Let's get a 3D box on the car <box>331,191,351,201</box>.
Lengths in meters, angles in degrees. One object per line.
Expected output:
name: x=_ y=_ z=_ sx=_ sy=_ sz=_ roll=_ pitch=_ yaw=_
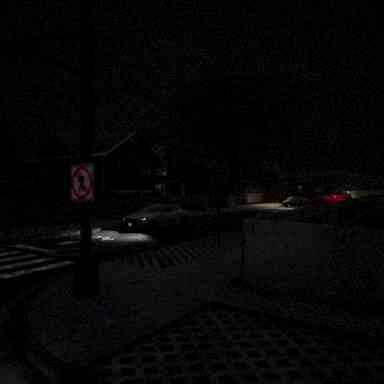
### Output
car: x=21.750 y=0.793 z=48.802 sx=2.150 sy=2.045 sz=5.566 roll=0 pitch=1 yaw=38

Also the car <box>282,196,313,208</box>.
car: x=12.909 y=1.207 z=41.331 sx=2.033 sy=1.411 sz=5.357 roll=0 pitch=1 yaw=35

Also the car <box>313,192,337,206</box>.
car: x=15.905 y=1.137 z=40.638 sx=1.882 sy=1.535 sz=5.008 roll=0 pitch=1 yaw=35

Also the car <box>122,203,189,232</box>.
car: x=-1.958 y=1.401 z=19.390 sx=1.812 sy=1.442 sz=4.674 roll=0 pitch=1 yaw=34
